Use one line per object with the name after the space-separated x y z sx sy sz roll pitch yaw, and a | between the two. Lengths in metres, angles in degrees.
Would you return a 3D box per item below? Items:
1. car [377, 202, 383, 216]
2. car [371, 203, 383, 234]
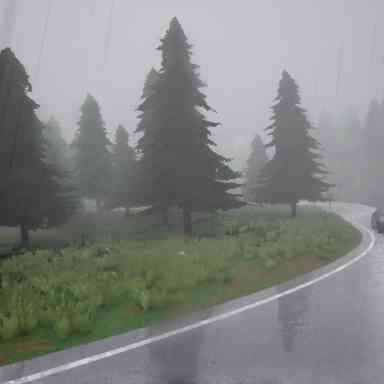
22.422 1.888 37.566 1.837 1.490 4.892 -3 -2 19 | car
12.468 1.585 20.652 2.097 1.767 4.553 -3 -2 23 | car
